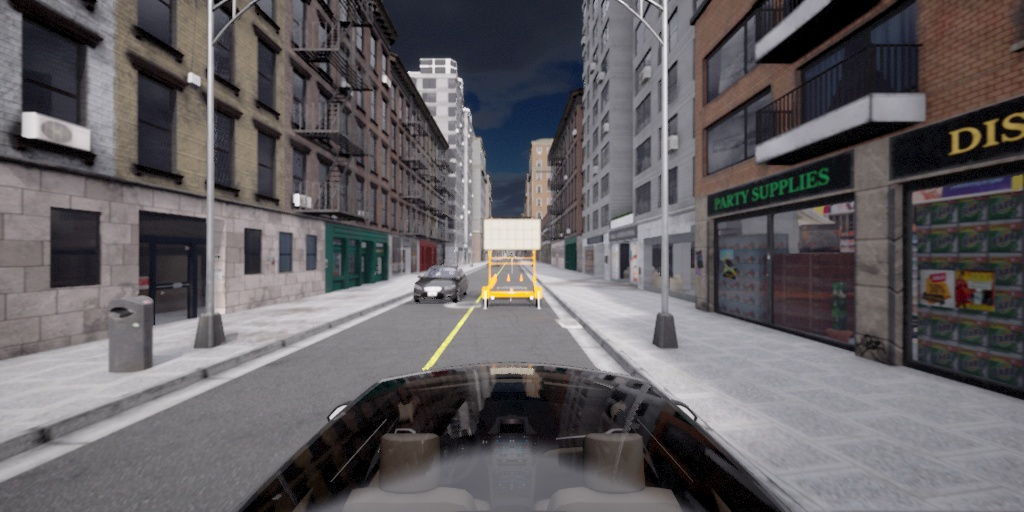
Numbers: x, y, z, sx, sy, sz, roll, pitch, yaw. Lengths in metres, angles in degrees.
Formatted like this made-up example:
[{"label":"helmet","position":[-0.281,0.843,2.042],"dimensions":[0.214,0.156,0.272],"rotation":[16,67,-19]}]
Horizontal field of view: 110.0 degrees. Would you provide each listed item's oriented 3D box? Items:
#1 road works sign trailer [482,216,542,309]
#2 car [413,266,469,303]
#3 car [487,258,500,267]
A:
[{"label":"road works sign trailer","position":[0.007,0.186,14.731],"dimensions":[2.380,3.560,2.880],"rotation":[0,0,0]},{"label":"car","position":[-3.099,1.209,16.395],"dimensions":[2.128,1.511,4.902],"rotation":[0,0,0]},{"label":"car","position":[-3.051,1.126,59.944],"dimensions":[1.812,1.442,4.674],"rotation":[0,0,0]}]
